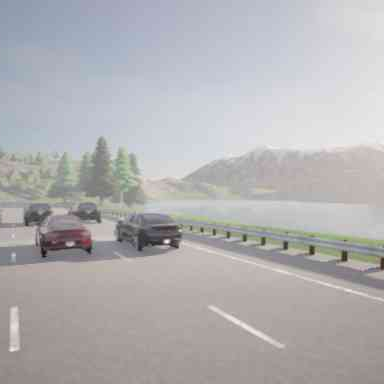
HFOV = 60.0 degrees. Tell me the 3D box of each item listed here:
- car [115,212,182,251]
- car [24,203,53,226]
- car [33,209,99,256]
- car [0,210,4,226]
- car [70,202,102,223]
[{"bbox_3d":[-2.106,1.671,15.115,1.837,1.490,4.892,0,0,-28],"label":"car"},{"bbox_3d":[-12.248,1.629,26.601,2.097,1.767,4.553,0,-1,-28],"label":"car"},{"bbox_3d":[-5.371,1.672,13.803,1.812,1.442,4.674,0,0,-28],"label":"car"},{"bbox_3d":[-15.370,1.751,25.014,2.128,1.511,4.902,0,-1,-28],"label":"car"},{"bbox_3d":[-9.165,1.651,28.257,2.097,1.767,4.553,0,-1,-28],"label":"car"}]
